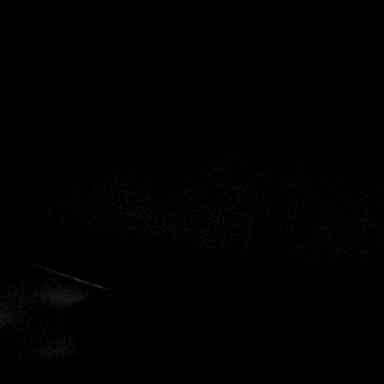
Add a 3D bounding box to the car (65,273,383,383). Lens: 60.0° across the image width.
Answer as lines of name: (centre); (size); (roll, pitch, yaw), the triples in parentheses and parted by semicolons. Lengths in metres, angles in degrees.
car: (0.658, 1.622, 3.645); (4.718, 1.301, 1.895); (0, 0, 38)
